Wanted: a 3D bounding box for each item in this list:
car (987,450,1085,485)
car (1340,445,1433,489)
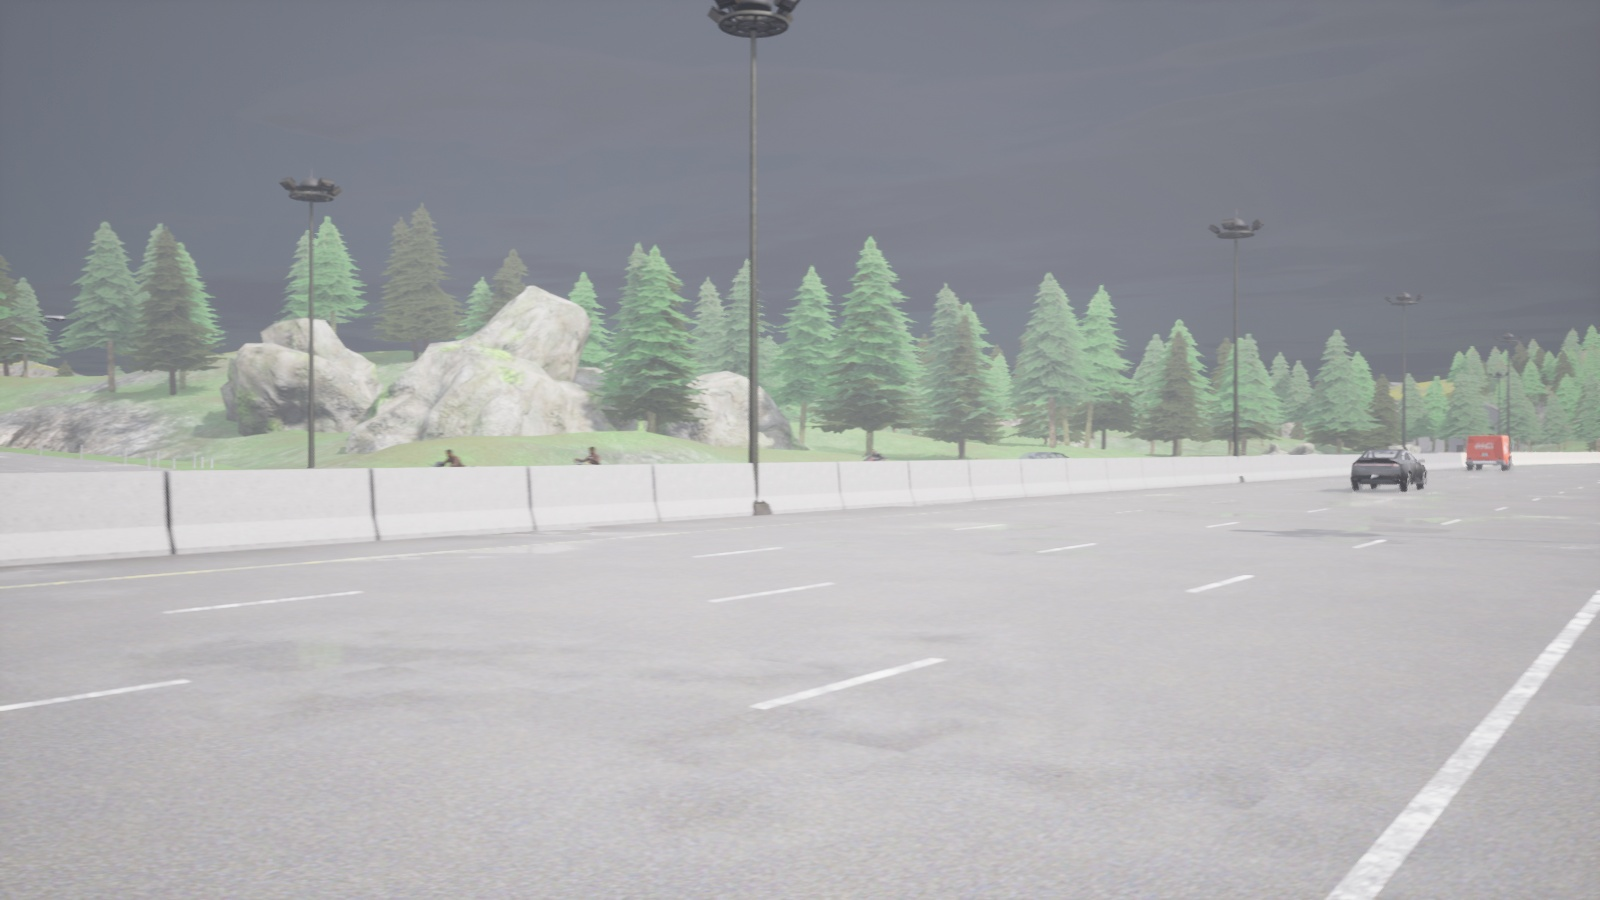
[{"bbox_3d":[10.236,0.732,54.147,2.033,1.411,5.357,0,0,36],"label":"car"},{"bbox_3d":[21.358,0.591,45.641,2.128,1.511,4.902,0,0,36],"label":"car"}]
